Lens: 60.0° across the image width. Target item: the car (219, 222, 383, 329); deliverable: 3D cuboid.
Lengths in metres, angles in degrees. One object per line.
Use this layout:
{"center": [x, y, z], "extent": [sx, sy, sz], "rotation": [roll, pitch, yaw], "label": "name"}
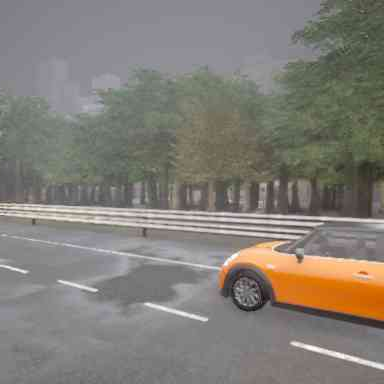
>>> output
{"center": [2.750, 1.353, 6.206], "extent": [4.553, 1.767, 2.097], "rotation": [0, 0, 36], "label": "car"}
